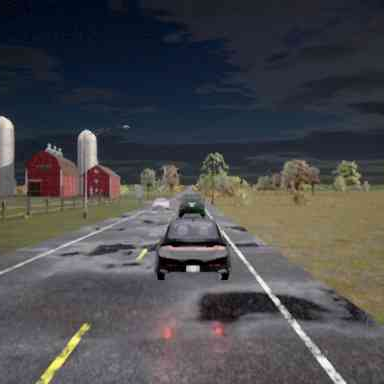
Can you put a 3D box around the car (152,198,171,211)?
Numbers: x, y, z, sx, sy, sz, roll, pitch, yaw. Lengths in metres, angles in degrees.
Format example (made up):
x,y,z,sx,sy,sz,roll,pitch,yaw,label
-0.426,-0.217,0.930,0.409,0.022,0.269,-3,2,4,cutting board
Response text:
x,y,z,sx,sy,sz,roll,pitch,yaw,label
-3.714,1.463,40.290,1.812,1.442,4.674,0,0,0,car

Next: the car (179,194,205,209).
x,y,z,sx,sy,sz,roll,pitch,yaw,label
-0.001,1.178,29.449,2.150,2.045,5.566,0,0,0,car

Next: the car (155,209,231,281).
x,y,z,sx,sy,sz,roll,pitch,yaw,label
0.034,1.481,9.797,2.128,1.511,4.902,0,0,0,car
